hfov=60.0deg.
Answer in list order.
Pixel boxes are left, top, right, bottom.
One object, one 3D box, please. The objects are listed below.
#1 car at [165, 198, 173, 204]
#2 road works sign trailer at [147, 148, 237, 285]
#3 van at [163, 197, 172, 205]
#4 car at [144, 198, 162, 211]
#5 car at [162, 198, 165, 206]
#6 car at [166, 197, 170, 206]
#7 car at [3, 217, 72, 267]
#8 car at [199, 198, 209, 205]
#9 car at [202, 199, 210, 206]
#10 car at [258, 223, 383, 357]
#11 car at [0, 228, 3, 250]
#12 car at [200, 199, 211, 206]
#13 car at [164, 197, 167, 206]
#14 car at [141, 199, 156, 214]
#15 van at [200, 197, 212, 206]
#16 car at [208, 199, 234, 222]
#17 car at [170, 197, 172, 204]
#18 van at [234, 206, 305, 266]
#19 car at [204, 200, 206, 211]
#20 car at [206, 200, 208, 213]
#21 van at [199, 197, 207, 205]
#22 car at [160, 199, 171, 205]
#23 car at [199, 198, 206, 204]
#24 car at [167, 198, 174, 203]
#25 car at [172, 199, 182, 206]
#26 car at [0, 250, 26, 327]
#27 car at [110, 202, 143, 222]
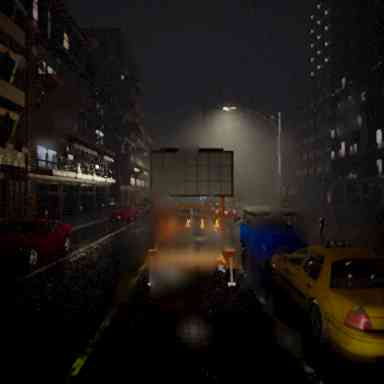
[{"bbox_3d":[-5.753,2.286,83.514,1.802,1.307,4.206,0,-1,0],"label":"car"},{"bbox_3d":[-0.007,0.538,9.680,2.380,3.560,2.880,0,0,0],"label":"road works sign trailer"},{"bbox_3d":[-5.751,1.993,77.990,1.690,1.788,3.998,0,-1,0],"label":"van"},{"bbox_3d":[-5.728,1.674,44.831,2.192,1.841,5.009,0,0,0],"label":"car"},{"bbox_3d":[-5.729,1.956,50.356,2.008,1.369,4.403,0,0,0],"label":"car"},{"bbox_3d":[-5.738,1.942,61.409,1.967,1.590,4.097,0,0,0],"label":"car"},{"bbox_3d":[-5.703,1.634,11.670,1.887,1.381,4.507,0,0,0],"label":"car"},{"bbox_3d":[2.634,2.041,72.468,1.967,1.590,4.097,0,-1,0],"label":"car"},{"bbox_3d":[2.654,1.940,44.834,1.802,1.307,4.206,0,0,0],"label":"car"},{"bbox_3d":[2.681,1.573,6.320,1.752,1.417,4.829,0,0,0],"label":"car"},{"bbox_3d":[-5.699,1.571,5.975,1.752,1.417,4.829,0,0,0],"label":"car"},{"bbox_3d":[2.639,2.116,66.941,1.947,1.339,4.313,0,-1,0],"label":"car"},{"bbox_3d":[-5.734,2.004,55.883,2.008,1.369,4.403,0,0,0],"label":"car"},{"bbox_3d":[-5.723,1.836,39.134,1.752,1.417,4.829,0,0,0],"label":"car"},{"bbox_3d":[2.645,1.794,55.890,1.690,1.788,3.998,0,-1,0],"label":"van"},{"bbox_3d":[2.665,1.661,28.256,1.967,1.590,4.097,0,0,0],"label":"car"},{"bbox_3d":[-5.741,2.117,66.935,1.947,1.339,4.313,0,-1,0],"label":"car"},{"bbox_3d":[2.676,1.430,11.677,1.690,1.788,3.998,0,0,0],"label":"van"},{"bbox_3d":[2.658,1.894,39.309,1.802,1.307,4.206,0,0,0],"label":"car"},{"bbox_3d":[2.661,1.793,33.952,1.752,1.417,4.829,0,0,0],"label":"car"},{"bbox_3d":[2.629,1.993,77.996,1.690,1.788,3.998,0,-1,0],"label":"van"},{"bbox_3d":[-5.746,2.146,72.461,1.887,1.381,4.507,0,-1,0],"label":"car"},{"bbox_3d":[2.626,2.230,83.690,1.752,1.417,4.829,0,-1,0],"label":"car"},{"bbox_3d":[-5.757,2.337,89.040,1.802,1.307,4.206,0,-1,0],"label":"car"},{"bbox_3d":[-3.047,2.103,69.919,1.812,1.442,4.674,0,-1,0],"label":"car"},{"bbox_3d":[-3.102,1.520,1.872,1.837,1.490,4.892,0,0,0],"label":"car"},{"bbox_3d":[-5.715,1.766,28.250,1.887,1.381,4.507,0,0,0],"label":"car"}]
